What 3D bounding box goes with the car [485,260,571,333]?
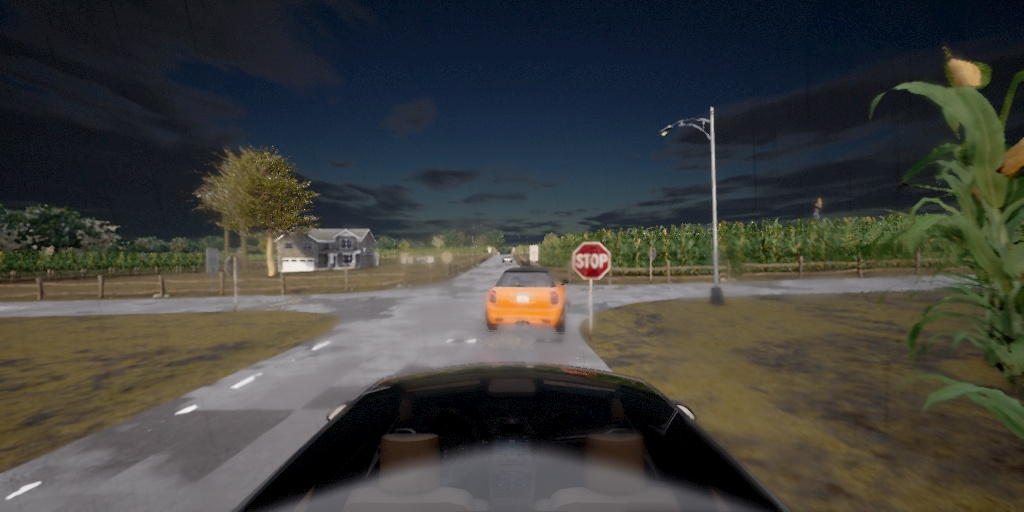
[{"bbox_3d":[0.657,1.118,11.146,2.097,1.767,4.553,0,0,10],"label":"car"}]
